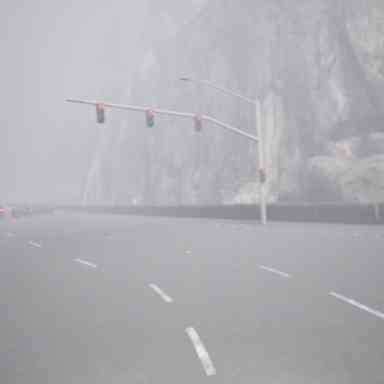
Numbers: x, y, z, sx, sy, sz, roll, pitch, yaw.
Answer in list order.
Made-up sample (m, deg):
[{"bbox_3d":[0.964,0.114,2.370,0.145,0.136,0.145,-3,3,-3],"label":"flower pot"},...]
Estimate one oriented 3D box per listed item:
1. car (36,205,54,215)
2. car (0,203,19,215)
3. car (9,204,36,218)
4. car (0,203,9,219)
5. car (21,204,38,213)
[{"bbox_3d":[-22.435,2.693,50.286,1.895,1.301,4.718,-3,1,-38],"label":"car"},{"bbox_3d":[-29.770,2.747,54.061,2.097,1.767,4.553,-3,1,-38],"label":"car"},{"bbox_3d":[-23.674,2.541,46.128,2.097,1.767,4.553,-3,1,-38],"label":"car"},{"bbox_3d":[-26.156,2.550,43.775,2.150,2.045,5.566,-3,1,-37],"label":"car"},{"bbox_3d":[-28.363,2.810,57.981,1.812,1.442,4.674,-3,1,-38],"label":"car"}]
